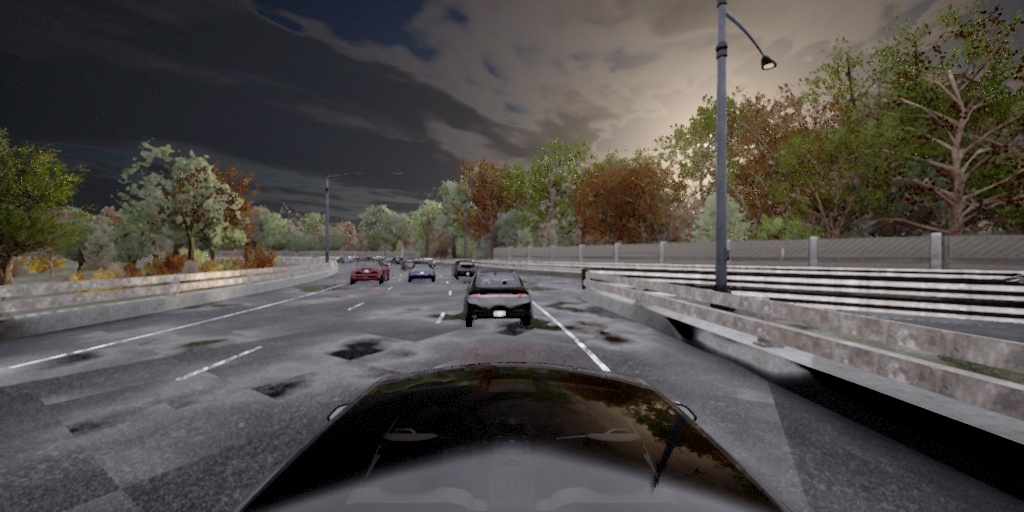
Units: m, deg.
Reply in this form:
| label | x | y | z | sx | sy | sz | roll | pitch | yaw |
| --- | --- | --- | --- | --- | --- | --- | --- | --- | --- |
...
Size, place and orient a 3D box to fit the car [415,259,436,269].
| label | x | y | z | sx | sy | sz | roll | pitch | yaw |
| --- | --- | --- | --- | --- | --- | --- | --- | --- | --- |
| car | -12.704 | 1.167 | 52.563 | 1.895 | 1.301 | 4.718 | 0 | 0 | -27 |

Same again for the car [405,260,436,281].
| label | x | y | z | sx | sy | sz | roll | pitch | yaw |
| --- | --- | --- | --- | --- | --- | --- | --- | --- | --- |
| car | -7.148 | 1.218 | 28.355 | 1.994 | 1.385 | 4.181 | 0 | 0 | -15 |

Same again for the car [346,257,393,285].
| label | x | y | z | sx | sy | sz | roll | pitch | yaw |
| --- | --- | --- | --- | --- | --- | --- | --- | --- | --- |
| car | -10.064 | 1.014 | 25.699 | 2.097 | 1.767 | 4.553 | 0 | 0 | -13 |

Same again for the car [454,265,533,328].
| label | x | y | z | sx | sy | sz | roll | pitch | yaw |
| --- | --- | --- | --- | --- | --- | --- | --- | --- | --- |
| car | -0.517 | 1.208 | 11.314 | 2.128 | 1.511 | 4.902 | 0 | 0 | -5 |

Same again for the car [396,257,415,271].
| label | x | y | z | sx | sy | sz | roll | pitch | yaw |
| --- | --- | --- | --- | --- | --- | --- | --- | --- | --- |
| car | -12.876 | 1.086 | 44.838 | 2.128 | 1.511 | 4.902 | 0 | 0 | -24 |

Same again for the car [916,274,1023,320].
| label | x | y | z | sx | sy | sz | roll | pitch | yaw |
| --- | --- | --- | --- | --- | --- | --- | --- | --- | --- |
| car | 15.442 | 1.245 | 10.591 | 4.674 | 1.442 | 1.812 | 0 | 0 | 44 |

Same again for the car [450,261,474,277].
| label | x | y | z | sx | sy | sz | roll | pitch | yaw |
| --- | --- | --- | --- | --- | --- | --- | --- | --- | --- |
| car | -4.134 | 1.150 | 30.652 | 1.837 | 1.490 | 4.892 | 0 | 0 | -15 |
